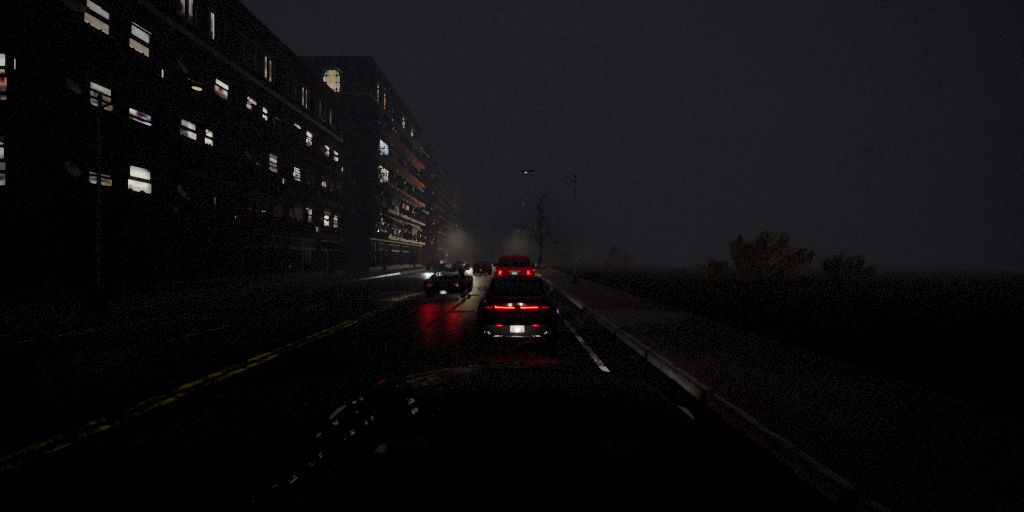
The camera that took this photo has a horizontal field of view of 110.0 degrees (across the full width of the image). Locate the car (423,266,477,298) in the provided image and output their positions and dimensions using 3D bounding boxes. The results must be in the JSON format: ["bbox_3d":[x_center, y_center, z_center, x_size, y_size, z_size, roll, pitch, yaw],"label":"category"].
[{"bbox_3d":[-3.126,1.353,18.583,1.895,1.301,4.718,0,0,0],"label":"car"}]

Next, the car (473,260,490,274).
[{"bbox_3d":[-3.101,1.230,38.525,1.882,1.535,5.008,0,0,0],"label":"car"}]

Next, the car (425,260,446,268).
[{"bbox_3d":[-9.788,1.244,46.204,2.128,1.511,4.902,0,0,0],"label":"car"}]

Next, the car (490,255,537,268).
[{"bbox_3d":[0.125,0.974,20.161,2.150,2.045,5.566,0,0,0],"label":"car"}]

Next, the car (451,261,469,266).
[{"bbox_3d":[-6.542,1.300,45.473,2.033,1.411,5.357,0,0,0],"label":"car"}]

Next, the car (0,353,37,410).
[{"bbox_3d":[-6.598,1.351,1.973,1.895,1.301,4.718,0,0,0],"label":"car"}]

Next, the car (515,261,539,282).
[{"bbox_3d":[1.177,1.208,30.568,1.801,1.575,5.366,0,0,0],"label":"car"}]

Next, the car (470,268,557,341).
[{"bbox_3d":[0.113,1.256,9.814,1.837,1.490,4.892,0,0,0],"label":"car"}]
